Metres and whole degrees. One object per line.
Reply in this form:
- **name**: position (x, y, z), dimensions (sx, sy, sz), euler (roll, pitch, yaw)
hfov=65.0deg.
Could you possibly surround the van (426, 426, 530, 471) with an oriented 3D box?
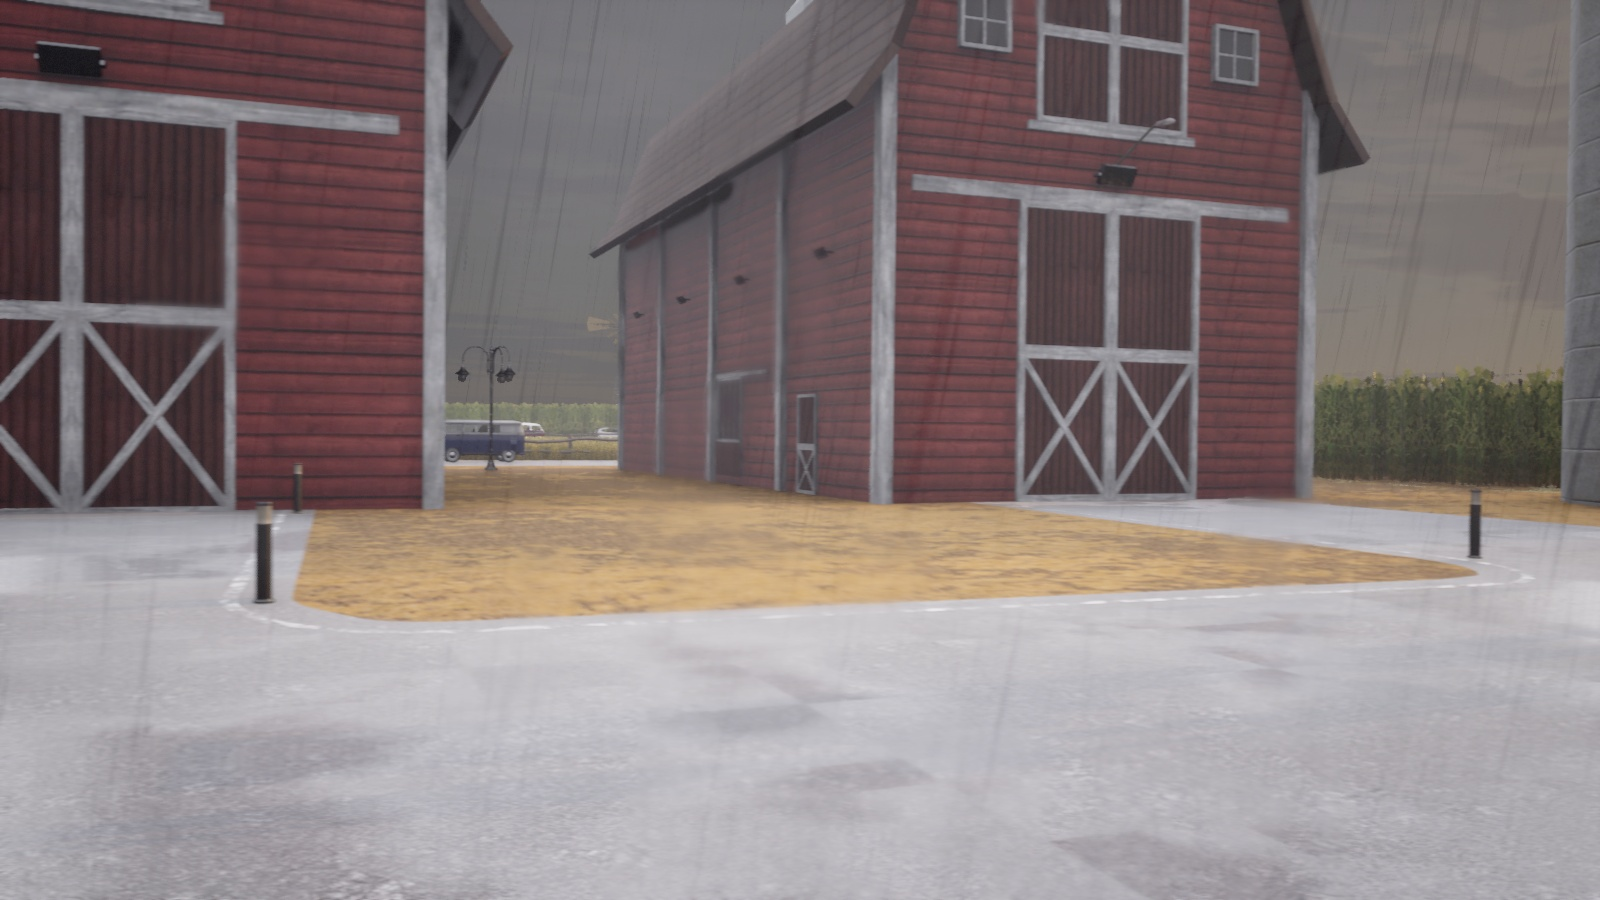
- **van**: position (-15.070, -0.103, 58.782), dimensions (4.442, 1.987, 1.775), euler (-1, 1, -24)
